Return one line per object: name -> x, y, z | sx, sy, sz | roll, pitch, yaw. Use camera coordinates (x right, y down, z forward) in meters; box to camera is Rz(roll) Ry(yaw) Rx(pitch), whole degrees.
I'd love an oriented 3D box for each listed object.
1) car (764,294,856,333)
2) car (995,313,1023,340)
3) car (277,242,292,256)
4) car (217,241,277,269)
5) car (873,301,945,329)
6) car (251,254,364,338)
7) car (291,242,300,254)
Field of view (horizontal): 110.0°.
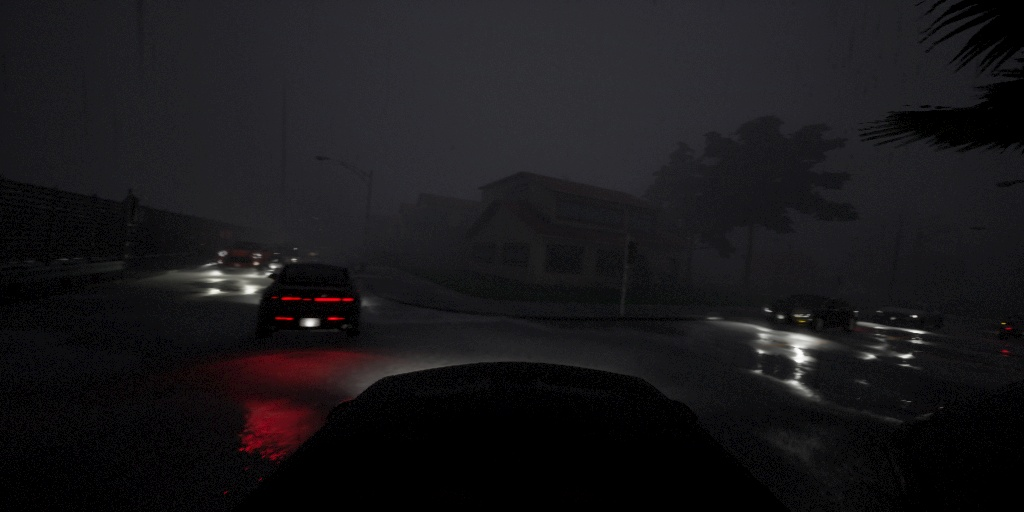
car -> 13.353, 2.480, 15.987 | 4.892, 1.490, 1.837 | 5, 0, -27
car -> 26.215, 3.601, 17.844 | 4.674, 1.442, 1.812 | 5, 0, -27
car -> -20.756, -0.310, 30.979 | 2.128, 1.511, 4.902 | 5, -1, -27
car -> -16.080, -0.119, 21.791 | 2.097, 1.767, 4.553 | 5, 0, -27
car -> 23.414, 3.387, 21.087 | 4.674, 1.442, 1.812 | 5, 0, -27
car -> -4.783, 0.898, 8.756 | 1.837, 1.490, 4.892 | 5, 0, -27
car -> -27.097, -0.896, 43.547 | 2.097, 1.767, 4.553 | 5, -1, -26
